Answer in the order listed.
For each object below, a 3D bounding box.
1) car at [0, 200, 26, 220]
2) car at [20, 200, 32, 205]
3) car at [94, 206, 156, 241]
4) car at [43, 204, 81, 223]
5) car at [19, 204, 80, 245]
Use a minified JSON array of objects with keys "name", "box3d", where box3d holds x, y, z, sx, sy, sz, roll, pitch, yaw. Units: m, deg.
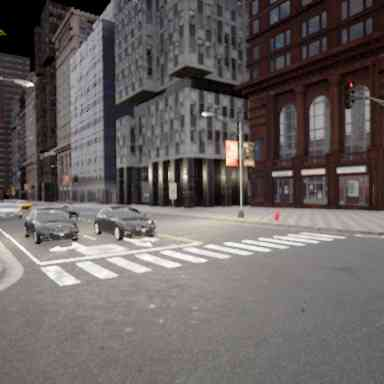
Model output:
[{"name":"car","box3d":[-17.079,1.785,31.006,1.812,1.442,4.674,-1,0,-35]},{"name":"car","box3d":[-23.346,1.893,45.946,1.882,1.535,5.008,-1,-1,-34]},{"name":"car","box3d":[-3.580,1.537,17.171,1.837,1.490,4.892,-1,0,-35]},{"name":"car","box3d":[-10.935,1.746,27.823,1.895,1.301,4.718,-1,0,-35]},{"name":"car","box3d":[-7.039,1.591,16.461,1.837,1.490,4.892,-1,1,-35]}]
